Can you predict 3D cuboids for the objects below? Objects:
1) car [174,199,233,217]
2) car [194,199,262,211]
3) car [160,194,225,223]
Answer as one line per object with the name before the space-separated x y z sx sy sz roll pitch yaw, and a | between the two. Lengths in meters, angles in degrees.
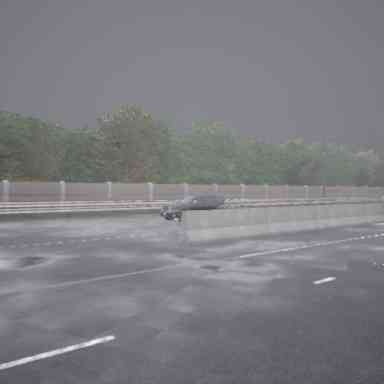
car | 1.130 1.423 30.664 5.357 1.411 2.033 0 -1 -36
car | 2.947 1.485 23.308 4.902 1.511 2.128 0 0 -35
car | 0.274 1.216 25.703 5.566 2.045 2.150 0 0 -35
